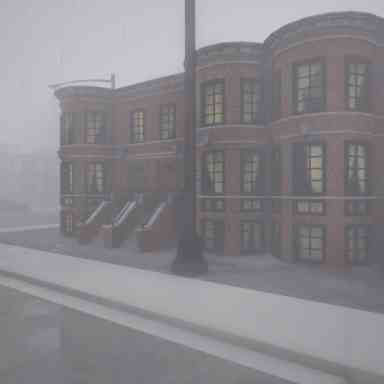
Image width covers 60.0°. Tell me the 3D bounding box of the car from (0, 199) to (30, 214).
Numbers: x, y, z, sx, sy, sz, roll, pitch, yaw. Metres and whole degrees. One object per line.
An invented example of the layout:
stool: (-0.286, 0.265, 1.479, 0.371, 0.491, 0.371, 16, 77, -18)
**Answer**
car: (-19.083, 1.564, 34.425, 1.994, 1.385, 4.181, 0, 0, 35)
